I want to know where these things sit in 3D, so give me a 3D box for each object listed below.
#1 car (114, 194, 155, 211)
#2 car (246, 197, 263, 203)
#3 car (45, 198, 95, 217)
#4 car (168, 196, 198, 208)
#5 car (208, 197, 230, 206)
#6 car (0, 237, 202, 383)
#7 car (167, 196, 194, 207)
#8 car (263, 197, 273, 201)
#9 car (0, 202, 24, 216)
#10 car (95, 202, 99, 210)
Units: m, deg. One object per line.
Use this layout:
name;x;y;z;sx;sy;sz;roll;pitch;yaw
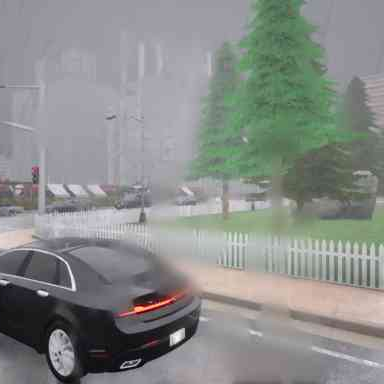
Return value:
car;-6.832;1.221;40.253;2.150;2.045;5.566;0;0;34
car;11.858;1.221;61.475;2.150;2.045;5.566;0;0;34
car;-12.302;1.491;32.104;2.128;1.511;4.902;0;0;34
car;-1.130;1.352;48.717;2.097;1.767;4.553;0;0;34
car;4.083;1.526;49.885;1.812;1.442;4.674;0;0;34
car;-2.143;1.505;5.454;4.892;1.490;1.837;0;0;36
car;-1.864;1.505;53.879;1.837;1.490;4.892;0;0;34
car;14.956;1.564;59.811;1.994;1.385;4.181;0;0;34
car;-17.996;1.601;30.017;1.895;1.301;4.718;0;0;36
car;-12.862;1.478;37.551;1.882;1.535;5.008;0;0;34
